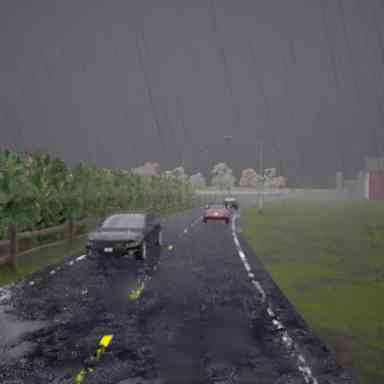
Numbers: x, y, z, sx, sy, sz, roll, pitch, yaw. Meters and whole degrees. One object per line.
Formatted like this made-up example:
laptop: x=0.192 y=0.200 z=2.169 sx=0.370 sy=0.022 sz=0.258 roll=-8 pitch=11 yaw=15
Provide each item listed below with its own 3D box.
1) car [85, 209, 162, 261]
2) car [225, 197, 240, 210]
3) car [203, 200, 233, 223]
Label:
car: x=-2.336 y=1.464 z=12.500 sx=1.882 sy=1.535 sz=5.008 roll=0 pitch=0 yaw=4
car: x=5.103 y=1.432 z=43.147 sx=1.882 sy=1.535 sz=5.008 roll=0 pitch=0 yaw=12
car: x=1.992 y=1.549 z=25.847 sx=1.994 sy=1.385 sz=4.181 roll=0 pitch=0 yaw=8
